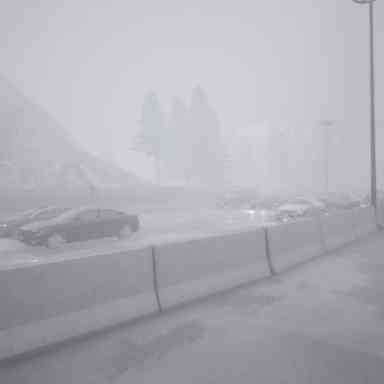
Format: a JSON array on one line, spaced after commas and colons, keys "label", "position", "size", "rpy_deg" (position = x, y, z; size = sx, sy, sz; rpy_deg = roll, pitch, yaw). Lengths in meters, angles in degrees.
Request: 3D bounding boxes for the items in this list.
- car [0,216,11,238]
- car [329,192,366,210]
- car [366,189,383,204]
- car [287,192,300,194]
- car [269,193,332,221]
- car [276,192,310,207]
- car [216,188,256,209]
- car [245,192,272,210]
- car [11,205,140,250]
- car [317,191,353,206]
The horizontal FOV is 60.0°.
[{"label": "car", "position": [-7.227, 1.414, 16.480], "size": [4.902, 1.511, 2.128], "rpy_deg": [-2, 1, -44]}, {"label": "car", "position": [12.680, 0.884, 27.781], "size": [1.812, 1.442, 4.674], "rpy_deg": [-1, 1, 41]}, {"label": "car", "position": [20.103, 0.441, 36.197], "size": [2.097, 1.767, 4.553], "rpy_deg": [-1, 1, 41]}, {"label": "car", "position": [10.056, 0.908, 30.096], "size": [1.812, 1.442, 4.674], "rpy_deg": [-1, 1, 41]}, {"label": "car", "position": [7.168, 1.056, 21.673], "size": [1.812, 1.442, 4.674], "rpy_deg": [-1, 1, 42]}, {"label": "car", "position": [11.244, 0.747, 36.808], "size": [1.812, 1.442, 4.674], "rpy_deg": [-1, 1, 42]}, {"label": "car", "position": [4.781, 0.669, 34.701], "size": [2.150, 2.045, 5.566], "rpy_deg": [-1, 1, 41]}, {"label": "car", "position": [7.432, 0.971, 32.413], "size": [1.994, 1.385, 4.181], "rpy_deg": [-1, 1, 41]}, {"label": "car", "position": [-4.577, 1.375, 14.181], "size": [5.008, 1.535, 1.882], "rpy_deg": [-2, 2, -44]}, {"label": "car", "position": [15.846, 0.669, 36.690], "size": [2.033, 1.411, 5.357], "rpy_deg": [-1, 1, 42]}]
